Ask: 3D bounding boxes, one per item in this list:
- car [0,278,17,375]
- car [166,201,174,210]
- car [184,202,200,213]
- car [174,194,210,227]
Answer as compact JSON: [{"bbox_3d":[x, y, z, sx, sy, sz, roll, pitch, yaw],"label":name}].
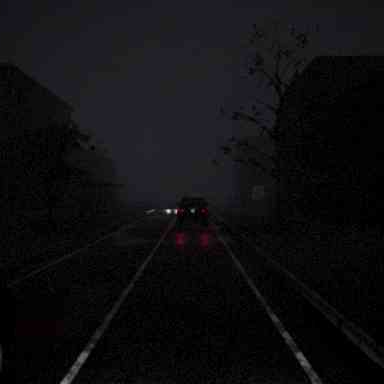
[{"bbox_3d":[-3.104,1.507,2.191,2.128,1.511,4.902,0,0,0],"label":"car"},{"bbox_3d":[-3.105,2.163,54.034,1.994,1.385,4.181,0,-1,0],"label":"car"},{"bbox_3d":[0.049,1.960,41.973,1.895,1.301,4.718,0,-1,0],"label":"car"},{"bbox_3d":[0.070,1.384,24.395,2.150,2.045,5.566,0,-1,0],"label":"car"}]
